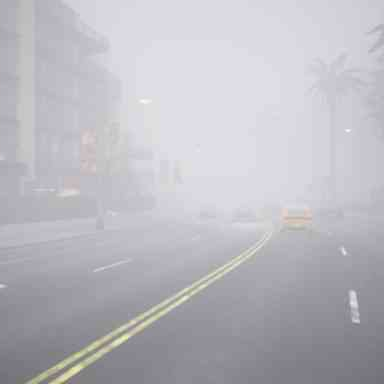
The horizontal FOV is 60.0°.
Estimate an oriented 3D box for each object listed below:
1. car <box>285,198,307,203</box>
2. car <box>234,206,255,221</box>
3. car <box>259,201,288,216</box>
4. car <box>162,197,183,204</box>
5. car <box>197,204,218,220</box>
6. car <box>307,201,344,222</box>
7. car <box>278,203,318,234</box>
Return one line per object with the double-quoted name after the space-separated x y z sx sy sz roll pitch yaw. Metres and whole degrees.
12.598 1.704 41.003 2.150 2.045 5.566 0 0 -1 "car"
4.923 1.974 31.571 1.895 1.301 4.718 0 -1 7 "car"
9.034 1.999 38.437 2.033 1.411 5.357 0 -1 1 "car"
-4.336 1.992 71.161 2.150 2.045 5.566 1 -1 -40 "car"
1.644 1.943 33.251 2.033 1.411 5.357 0 -1 6 "car"
11.935 1.823 29.689 1.882 1.535 5.008 0 -1 7 "car"
6.671 1.729 21.402 1.882 1.535 5.008 0 0 15 "car"
